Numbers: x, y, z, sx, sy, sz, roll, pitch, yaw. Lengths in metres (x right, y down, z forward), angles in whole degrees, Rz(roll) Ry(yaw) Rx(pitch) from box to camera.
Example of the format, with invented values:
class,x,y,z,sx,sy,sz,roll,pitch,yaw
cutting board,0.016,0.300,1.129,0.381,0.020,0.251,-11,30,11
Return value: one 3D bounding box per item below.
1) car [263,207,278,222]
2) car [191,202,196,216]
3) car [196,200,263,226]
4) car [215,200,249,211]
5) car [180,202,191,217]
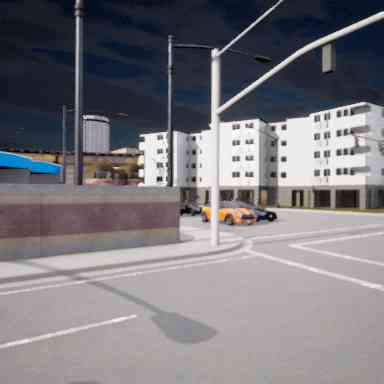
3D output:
class,x,y,z,sx,sy,sz,roll,pitch,yaw
car,4.966,1.697,27.395,1.994,1.385,4.181,0,0,-35
car,-0.026,1.696,34.162,1.994,1.385,4.181,0,0,-40
car,2.646,1.461,24.636,2.097,1.767,4.553,0,0,-33
car,5.343,1.764,44.275,1.994,1.385,4.181,1,0,-43
car,-2.949,1.331,32.352,2.150,2.045,5.566,0,0,-40
